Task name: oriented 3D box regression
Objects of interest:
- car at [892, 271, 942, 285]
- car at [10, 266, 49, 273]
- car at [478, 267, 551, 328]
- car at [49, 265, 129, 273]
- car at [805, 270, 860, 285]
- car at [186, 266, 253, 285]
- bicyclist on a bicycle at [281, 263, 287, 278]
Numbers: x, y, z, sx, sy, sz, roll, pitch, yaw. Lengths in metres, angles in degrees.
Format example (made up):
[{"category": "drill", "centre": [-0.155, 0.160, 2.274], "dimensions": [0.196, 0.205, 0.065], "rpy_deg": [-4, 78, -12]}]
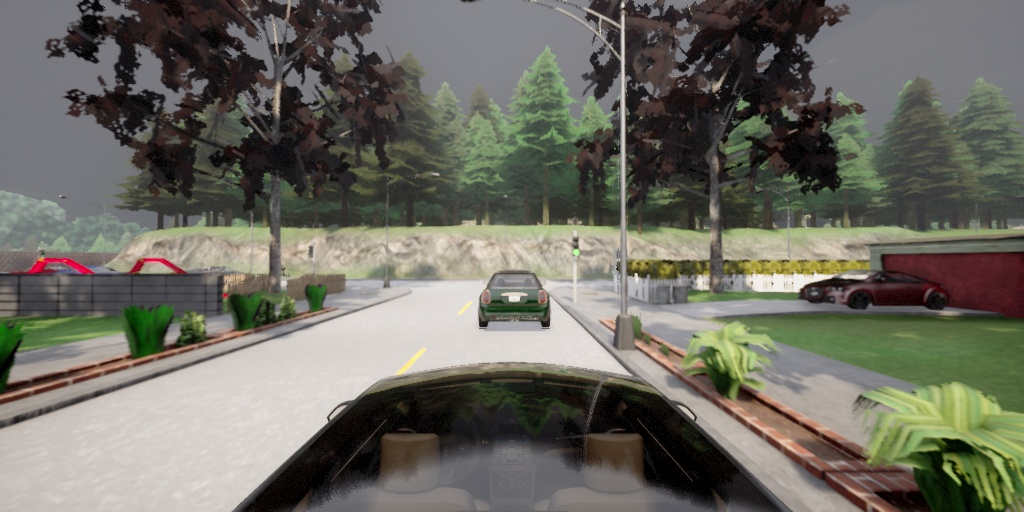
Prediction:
[{"category": "car", "centre": [38.556, 1.504, 32.986], "dimensions": [4.553, 1.767, 2.097], "rpy_deg": [0, -1, 0]}, {"category": "car", "centre": [-43.190, 1.620, 33.118], "dimensions": [5.008, 1.535, 1.882], "rpy_deg": [0, -1, 0]}, {"category": "car", "centre": [0.085, 1.233, 12.067], "dimensions": [2.097, 1.767, 4.553], "rpy_deg": [0, -1, 0]}, {"category": "car", "centre": [-33.524, 1.569, 29.003], "dimensions": [5.008, 1.535, 1.882], "rpy_deg": [0, -1, 0]}, {"category": "car", "centre": [28.358, 1.628, 33.025], "dimensions": [5.008, 1.535, 1.882], "rpy_deg": [0, -1, 0]}, {"category": "car", "centre": [-23.603, 1.584, 28.966], "dimensions": [4.902, 1.511, 2.128], "rpy_deg": [0, -1, 0]}, {"category": "bicyclist on a bicycle", "centre": [-23.979, 1.548, 37.366], "dimensions": [0.582, 1.620, 1.656], "rpy_deg": [0, 0, 0]}]
